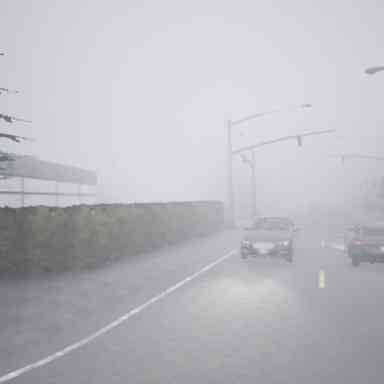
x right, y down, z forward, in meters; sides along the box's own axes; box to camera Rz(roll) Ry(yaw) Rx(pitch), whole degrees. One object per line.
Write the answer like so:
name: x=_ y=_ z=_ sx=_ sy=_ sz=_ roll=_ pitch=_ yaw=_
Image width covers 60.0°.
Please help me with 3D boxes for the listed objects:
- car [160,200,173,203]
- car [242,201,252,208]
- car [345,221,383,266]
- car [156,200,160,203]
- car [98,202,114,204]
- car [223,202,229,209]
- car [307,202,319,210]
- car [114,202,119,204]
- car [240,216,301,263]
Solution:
car: x=-5.090 y=2.910 z=79.956 sx=1.932 sy=1.855 sz=4.605 roll=-1 pitch=-1 yaw=22
car: x=12.051 y=2.773 z=72.772 sx=1.845 sy=1.501 sz=3.633 roll=-1 pitch=-1 yaw=22
car: x=6.615 y=1.729 z=11.887 sx=1.994 sy=1.385 sz=4.181 roll=-1 pitch=-2 yaw=22
car: x=-7.935 y=2.948 z=80.677 sx=1.905 sy=1.878 sz=3.866 roll=-1 pitch=-1 yaw=22
car: x=-18.018 y=2.988 z=65.254 sx=2.007 sy=1.523 sz=4.514 roll=-1 pitch=-1 yaw=22
car: x=6.477 y=2.744 z=67.039 sx=1.970 sy=1.475 sz=3.806 roll=-1 pitch=-1 yaw=22
car: x=21.457 y=2.503 z=58.748 sx=2.033 sy=1.411 sz=5.357 roll=-1 pitch=-1 yaw=22
car: x=-19.768 y=3.308 z=85.530 sx=2.152 sy=1.636 sz=5.027 roll=-1 pitch=-1 yaw=22
car: x=3.265 y=1.739 z=13.297 sx=2.128 sy=1.511 sz=4.902 roll=-1 pitch=-1 yaw=22
